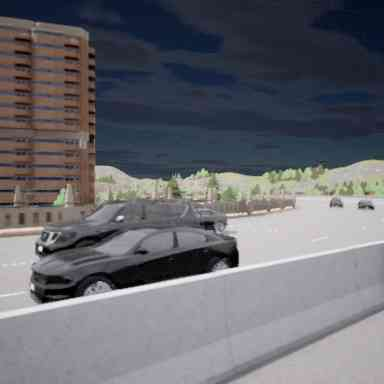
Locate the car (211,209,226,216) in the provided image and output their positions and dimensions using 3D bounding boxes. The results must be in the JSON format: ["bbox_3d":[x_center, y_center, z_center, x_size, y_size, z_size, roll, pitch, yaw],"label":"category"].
[{"bbox_3d":[-0.124,1.574,17.802,4.902,1.511,2.128,0,0,-43],"label":"car"}]

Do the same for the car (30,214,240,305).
[{"bbox_3d":[-1.045,1.516,7.819,5.008,1.535,1.882,0,0,-38],"label":"car"}]

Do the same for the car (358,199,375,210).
[{"bbox_3d":[23.818,1.726,45.540,2.033,1.411,5.357,0,0,24],"label":"car"}]

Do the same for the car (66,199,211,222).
[{"bbox_3d":[-2.207,1.277,11.301,5.566,2.045,2.150,0,0,-40],"label":"car"}]

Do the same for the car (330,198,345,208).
[{"bbox_3d":[22.594,1.715,52.003,1.837,1.490,4.892,0,0,21],"label":"car"}]
